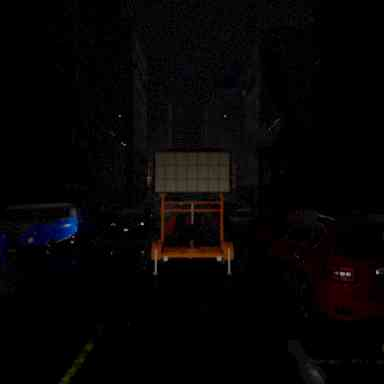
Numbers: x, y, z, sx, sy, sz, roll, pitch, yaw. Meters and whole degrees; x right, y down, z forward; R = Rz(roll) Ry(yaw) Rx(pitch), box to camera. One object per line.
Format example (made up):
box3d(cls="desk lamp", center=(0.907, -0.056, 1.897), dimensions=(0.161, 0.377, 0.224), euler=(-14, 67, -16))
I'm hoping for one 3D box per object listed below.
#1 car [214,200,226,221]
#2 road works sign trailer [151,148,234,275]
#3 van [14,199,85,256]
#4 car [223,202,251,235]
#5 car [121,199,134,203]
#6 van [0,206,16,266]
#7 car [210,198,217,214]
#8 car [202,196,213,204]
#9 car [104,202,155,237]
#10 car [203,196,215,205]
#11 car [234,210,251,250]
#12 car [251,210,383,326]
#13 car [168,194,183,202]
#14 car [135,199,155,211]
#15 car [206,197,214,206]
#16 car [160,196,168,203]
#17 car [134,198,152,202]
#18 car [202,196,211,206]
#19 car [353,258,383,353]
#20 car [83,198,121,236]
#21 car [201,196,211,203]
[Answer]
box3d(cls="car", center=(2.873, 1.531, 23.754), dimensions=(1.947, 1.339, 4.313), euler=(-1, 0, 0))
box3d(cls="road works sign trailer", center=(0.011, 0.450, 10.399), dimensions=(2.380, 3.560, 2.880), euler=(0, 0, 0))
box3d(cls="van", center=(-5.672, 1.324, 12.588), dimensions=(1.690, 1.788, 3.998), euler=(-1, 0, 0))
box3d(cls="car", center=(2.867, 1.499, 18.338), dimensions=(1.752, 1.417, 4.829), euler=(-1, 0, 0))
box3d(cls="car", center=(-5.663, 1.406, 23.760), dimensions=(1.967, 1.590, 4.097), euler=(-1, 0, 0))
box3d(cls="van", center=(-5.676, 1.332, 7.003), dimensions=(1.690, 1.788, 3.998), euler=(-1, 0, 0))
box3d(cls="car", center=(2.878, 1.522, 29.340), dimensions=(1.947, 1.339, 4.313), euler=(-1, 0, 0))
box3d(cls="car", center=(2.909, 1.457, 62.855), dimensions=(1.947, 1.339, 4.313), euler=(-1, 0, 0))
box3d(cls="car", center=(-3.091, 1.501, 17.882), dimensions=(1.812, 1.442, 4.674), euler=(0, 0, 0))
box3d(cls="car", center=(2.904, 1.429, 57.439), dimensions=(1.752, 1.417, 4.829), euler=(-1, 0, 0))
box3d(cls="car", center=(2.863, 1.565, 12.582), dimensions=(1.802, 1.307, 4.206), euler=(-1, 0, 0))
box3d(cls="car", center=(2.855, 1.306, 6.996), dimensions=(2.192, 1.841, 5.009), euler=(-1, 0, 0))
box3d(cls="car", center=(-2.957, 1.090, 66.147), dimensions=(2.150, 2.045, 5.566), euler=(0, 0, 0))
box3d(cls="car", center=(-5.650, 1.520, 40.517), dimensions=(1.802, 1.307, 4.206), euler=(-1, 0, 0))
box3d(cls="car", center=(2.883, 1.498, 34.926), dimensions=(2.008, 1.369, 4.403), euler=(-1, 0, 0))
box3d(cls="car", center=(-5.631, 1.423, 68.446), dimensions=(1.887, 1.381, 4.507), euler=(-1, 0, 0))
box3d(cls="car", center=(-5.656, 1.388, 34.931), dimensions=(1.967, 1.590, 4.097), euler=(-1, 0, 0))
box3d(cls="car", center=(2.899, 1.467, 51.683), dimensions=(2.008, 1.369, 4.403), euler=(-1, 0, 0))
box3d(cls="car", center=(2.852, 1.523, 1.581), dimensions=(1.752, 1.417, 4.829), euler=(-1, 0, 0))
box3d(cls="car", center=(-5.669, 1.290, 18.174), dimensions=(2.192, 1.841, 5.009), euler=(-1, 0, 0))
box3d(cls="car", center=(2.914, 1.460, 68.441), dimensions=(1.802, 1.307, 4.206), euler=(-1, 0, 0))
